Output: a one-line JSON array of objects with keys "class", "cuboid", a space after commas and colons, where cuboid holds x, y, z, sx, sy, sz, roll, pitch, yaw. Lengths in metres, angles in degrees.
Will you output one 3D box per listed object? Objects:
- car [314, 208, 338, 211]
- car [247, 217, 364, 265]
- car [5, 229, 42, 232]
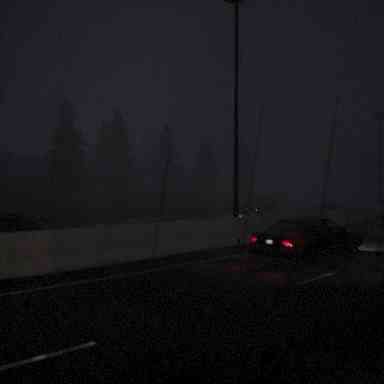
[{"class": "car", "cuboid": [13.698, 1.750, 33.374, 1.994, 1.385, 4.181, 0, 0, 37]}, {"class": "car", "cuboid": [4.261, 1.612, 11.996, 5.357, 1.411, 2.033, 0, 0, -42]}, {"class": "car", "cuboid": [-9.023, 1.596, 14.940, 4.181, 1.385, 1.994, 0, 0, -37]}]
